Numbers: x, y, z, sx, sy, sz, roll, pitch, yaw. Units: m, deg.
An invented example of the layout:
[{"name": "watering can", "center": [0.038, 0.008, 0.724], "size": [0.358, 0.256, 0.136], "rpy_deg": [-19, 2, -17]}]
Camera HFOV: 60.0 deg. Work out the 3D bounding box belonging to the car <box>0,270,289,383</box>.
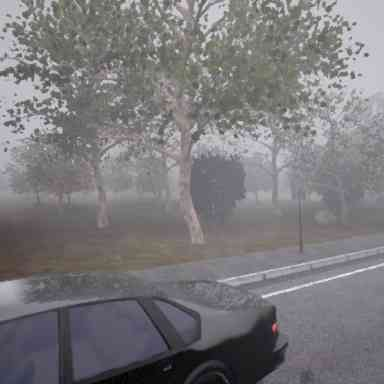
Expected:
[{"name": "car", "center": [-1.453, 1.546, 2.955], "size": [5.357, 1.411, 2.033], "rpy_deg": [0, 0, -35]}]
